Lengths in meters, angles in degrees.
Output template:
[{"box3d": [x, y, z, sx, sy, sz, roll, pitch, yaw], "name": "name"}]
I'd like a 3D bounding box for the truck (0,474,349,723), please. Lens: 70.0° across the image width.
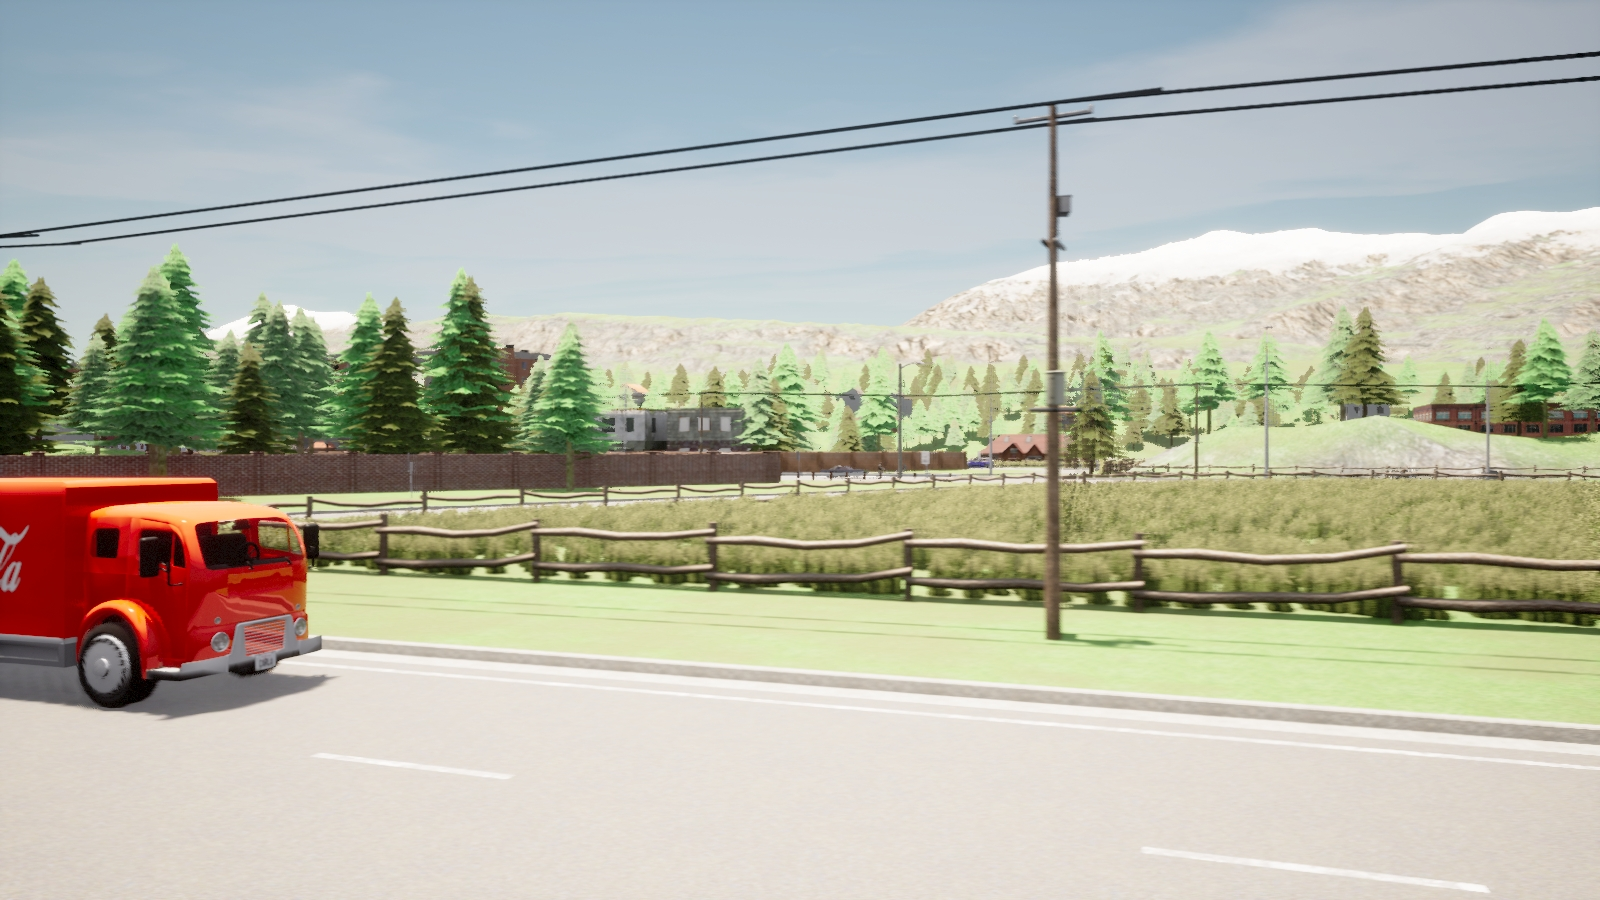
[{"box3d": [-8.501, 1.568, 13.843, 5.204, 2.467, 2.627, 0, 0, 20], "name": "truck"}]
